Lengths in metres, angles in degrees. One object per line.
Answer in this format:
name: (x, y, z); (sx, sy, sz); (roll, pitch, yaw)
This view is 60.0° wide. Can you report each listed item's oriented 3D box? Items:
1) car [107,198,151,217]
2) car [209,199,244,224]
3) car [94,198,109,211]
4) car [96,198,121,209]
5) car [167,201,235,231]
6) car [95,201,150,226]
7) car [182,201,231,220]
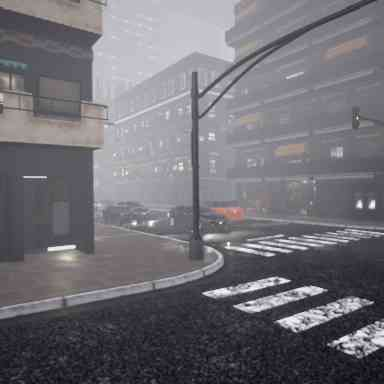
car: (-5.331, 1.553, 28.864); (1.837, 1.490, 4.892); (-1, 0, -36)
car: (1.647, 1.358, 24.265); (2.097, 1.767, 4.553); (-1, 0, -36)
car: (-11.377, 1.580, 37.221); (1.812, 1.442, 4.674); (-1, 0, -36)
car: (-11.936, 1.536, 47.205); (1.887, 1.381, 4.507); (-1, 0, -36)
car: (0.236, 1.546, 21.186); (1.837, 1.490, 4.892); (-1, 0, -36)
car: (-5.213, 1.642, 24.504); (1.947, 1.339, 4.313); (-1, 0, -36)
car: (1.167, 1.530, 29.128); (2.008, 1.369, 4.403); (-1, 0, -36)
